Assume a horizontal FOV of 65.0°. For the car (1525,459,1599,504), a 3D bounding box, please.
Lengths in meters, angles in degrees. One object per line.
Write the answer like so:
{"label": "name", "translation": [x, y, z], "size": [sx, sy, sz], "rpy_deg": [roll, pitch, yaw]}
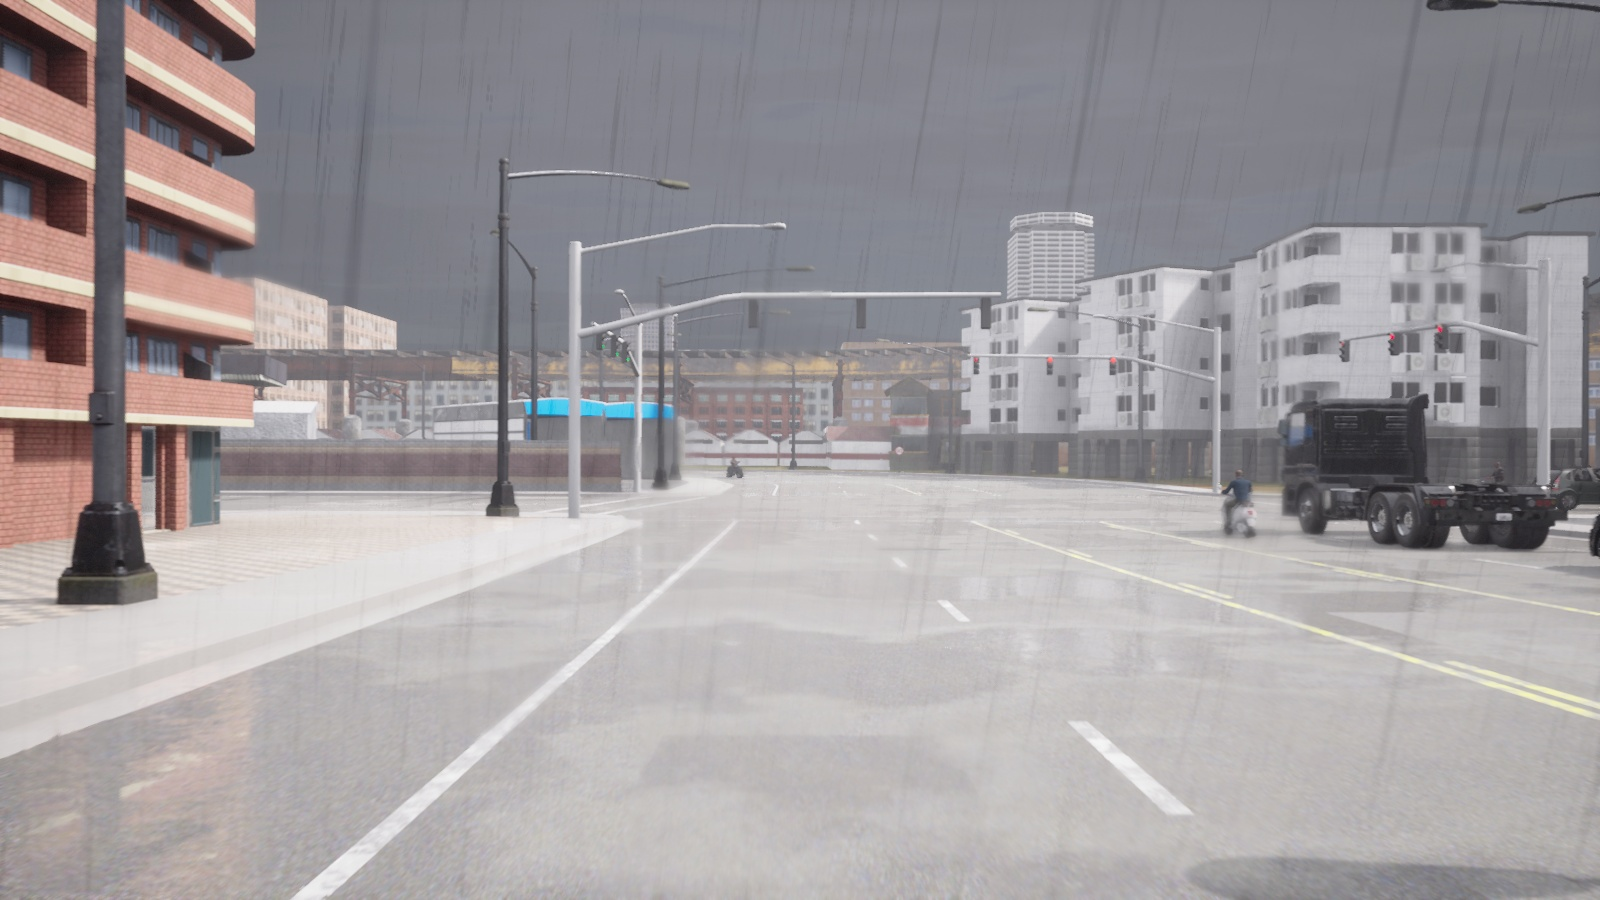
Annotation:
{"label": "car", "translation": [29.641, 1.158, 46.954], "size": [3.988, 1.617, 1.851], "rpy_deg": [0, 0, -1]}

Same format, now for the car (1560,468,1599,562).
{"label": "car", "translation": [13.956, 1.026, 18.827], "size": [2.128, 1.511, 4.902], "rpy_deg": [0, -1, 0]}

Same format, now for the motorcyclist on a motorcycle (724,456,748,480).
{"label": "motorcyclist on a motorcycle", "translation": [-4.621, 1.298, 90.658], "size": [0.766, 1.649, 2.350], "rpy_deg": [-1, 0, -30]}

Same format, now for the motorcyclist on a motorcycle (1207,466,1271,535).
{"label": "motorcyclist on a motorcycle", "translation": [10.428, 1.183, 29.876], "size": [0.866, 1.590, 1.817], "rpy_deg": [0, -1, 0]}

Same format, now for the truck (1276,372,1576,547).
{"label": "truck", "translation": [13.927, 0.226, 28.876], "size": [2.891, 3.462, 7.936], "rpy_deg": [0, -1, 0]}
